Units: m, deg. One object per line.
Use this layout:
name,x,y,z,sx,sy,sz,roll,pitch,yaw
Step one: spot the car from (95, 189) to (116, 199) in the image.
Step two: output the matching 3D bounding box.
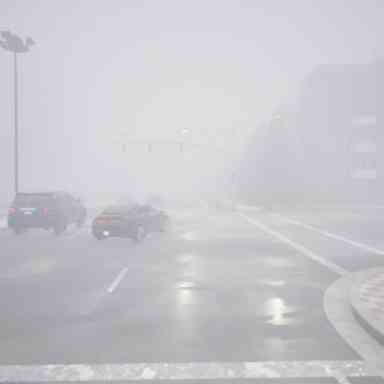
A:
car,-16.180,0.605,61.141,2.033,1.411,5.357,0,1,0

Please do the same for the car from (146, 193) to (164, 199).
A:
car,-4.465,0.872,40.099,2.128,1.511,4.902,0,1,-1

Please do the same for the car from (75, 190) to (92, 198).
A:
car,-23.148,0.377,70.961,1.882,1.535,5.008,0,1,0

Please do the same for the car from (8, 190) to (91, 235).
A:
car,-7.168,0.956,17.066,2.150,2.045,5.566,0,1,-2

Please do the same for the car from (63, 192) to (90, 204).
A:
car,-16.221,0.767,46.900,2.128,1.511,4.902,0,1,0

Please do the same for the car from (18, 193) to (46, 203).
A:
car,-23.211,0.817,48.398,1.994,1.385,4.181,0,1,0

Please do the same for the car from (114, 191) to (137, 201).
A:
car,-7.998,0.890,41.145,1.812,1.442,4.674,0,1,-1

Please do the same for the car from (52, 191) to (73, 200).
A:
car,-23.186,0.582,59.917,1.837,1.490,4.892,0,0,0

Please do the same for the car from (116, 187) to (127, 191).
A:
car,-16.137,-0.062,75.747,2.150,2.045,5.566,0,1,0

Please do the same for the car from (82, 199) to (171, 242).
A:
car,-2.539,1.272,14.993,1.837,1.490,4.892,-1,0,17
